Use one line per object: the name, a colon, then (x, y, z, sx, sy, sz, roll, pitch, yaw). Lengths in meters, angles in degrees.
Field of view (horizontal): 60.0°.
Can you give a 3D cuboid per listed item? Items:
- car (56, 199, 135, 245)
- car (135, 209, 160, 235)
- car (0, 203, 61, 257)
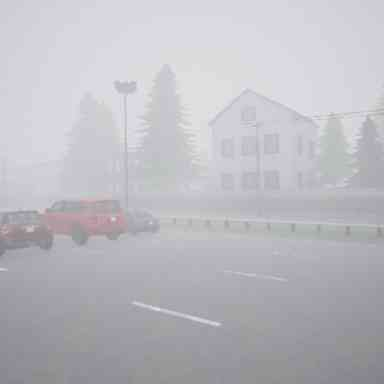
car: (-5.729, 1.351, 16.559, 5.566, 2.045, 2.150, 0, 0, 36)
car: (-3.908, 1.701, 19.565, 4.181, 1.385, 1.994, -1, 0, 36)
car: (-7.810, 1.485, 13.747, 4.553, 1.767, 2.097, -1, -1, 36)
